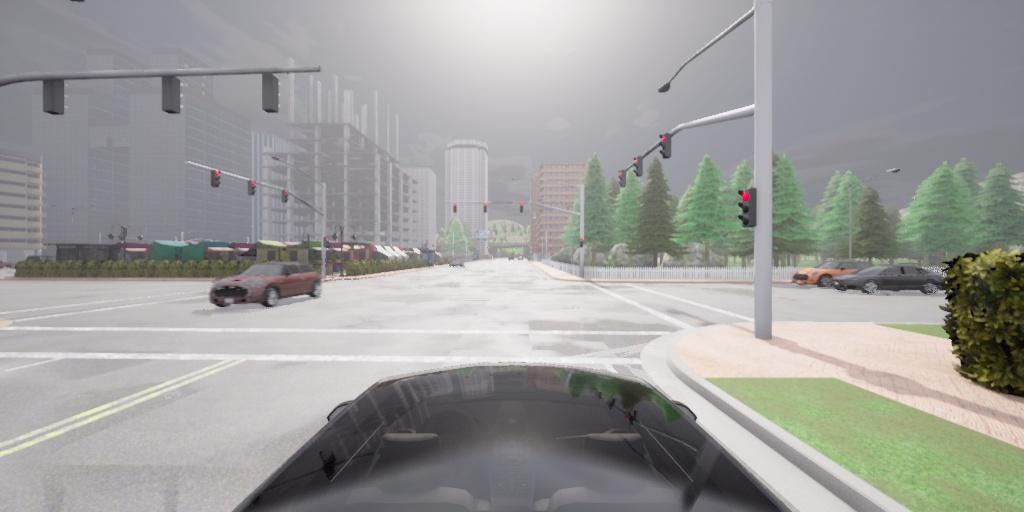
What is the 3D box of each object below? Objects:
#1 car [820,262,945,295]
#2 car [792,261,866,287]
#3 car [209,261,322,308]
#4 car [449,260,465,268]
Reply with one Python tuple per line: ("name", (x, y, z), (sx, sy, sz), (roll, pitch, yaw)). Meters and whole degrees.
("car", (19.919, 1.236, 19.184), (4.892, 1.490, 1.837), (0, 0, 3))
("car", (20.496, 1.080, 22.658), (4.553, 1.767, 2.097), (0, 0, 3))
("car", (-10.112, 1.034, 15.149), (2.097, 1.767, 4.553), (0, 0, 2))
("car", (-9.058, 1.277, 59.171), (1.994, 1.385, 4.181), (0, 1, 1))
